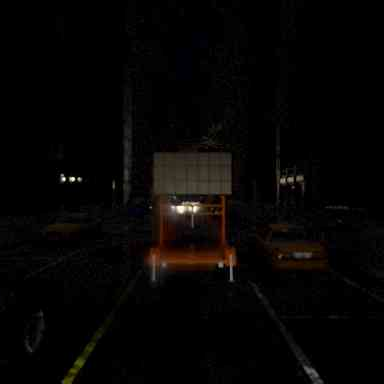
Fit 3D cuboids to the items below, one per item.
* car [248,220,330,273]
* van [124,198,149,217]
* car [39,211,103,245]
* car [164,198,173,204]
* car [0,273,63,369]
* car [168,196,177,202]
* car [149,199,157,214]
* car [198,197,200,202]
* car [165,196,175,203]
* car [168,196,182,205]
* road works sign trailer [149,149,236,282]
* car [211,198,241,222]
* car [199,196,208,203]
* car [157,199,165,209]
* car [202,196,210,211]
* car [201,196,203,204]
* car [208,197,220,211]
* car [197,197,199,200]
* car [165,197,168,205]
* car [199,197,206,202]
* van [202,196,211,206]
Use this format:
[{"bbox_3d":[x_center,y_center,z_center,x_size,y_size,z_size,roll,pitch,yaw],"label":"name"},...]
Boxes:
[{"bbox_3d":[2.883,1.581,10.794,1.752,1.417,4.829,0,0,1],"label":"car"},{"bbox_3d":[-5.616,1.519,33.178,1.690,1.788,3.998,0,0,0],"label":"van"},{"bbox_3d":[-5.643,1.608,16.053,1.752,1.417,4.829,0,0,1],"label":"car"},{"bbox_3d":[-5.550,2.033,78.117,1.752,1.417,4.829,0,0,0],"label":"car"},{"bbox_3d":[-3.095,1.620,3.329,1.895,1.301,4.718,0,0,0],"label":"car"},{"bbox_3d":[-5.525,1.982,95.204,2.192,1.841,5.009,0,-1,0],"label":"car"},{"bbox_3d":[-5.608,1.780,38.815,1.947,1.339,4.313,0,0,0],"label":"car"},{"bbox_3d":[2.975,2.091,78.264,1.802,1.307,4.206,0,-1,0],"label":"car"},{"bbox_3d":[-5.542,1.875,83.926,2.192,1.841,5.009,0,-1,0],"label":"car"},{"bbox_3d":[-2.906,1.873,61.858,2.128,1.511,4.902,0,0,0],"label":"car"},{"bbox_3d":[0.015,0.516,9.914,2.380,3.560,2.880,0,0,0],"label":"road works sign trailer"},{"bbox_3d":[2.901,1.583,27.511,1.967,1.590,4.097,0,0,0],"label":"car"},{"bbox_3d":[2.992,1.929,89.544,2.192,1.841,5.009,0,-1,0],"label":"car"},{"bbox_3d":[-5.592,1.735,50.094,1.967,1.590,4.097,0,0,0],"label":"car"},{"bbox_3d":[2.925,1.569,44.430,2.192,1.841,5.009,0,0,0],"label":"car"},{"bbox_3d":[2.934,1.610,50.068,2.192,1.841,5.009,0,0,0],"label":"car"},{"bbox_3d":[2.909,1.618,33.149,1.967,1.590,4.097,0,0,0],"label":"car"},{"bbox_3d":[2.984,2.126,83.901,1.947,1.339,4.313,0,-1,0],"label":"car"},{"bbox_3d":[-5.583,1.881,55.732,1.887,1.381,4.507,0,0,0],"label":"car"},{"bbox_3d":[3.001,2.212,95.181,1.887,1.381,4.507,0,-1,0],"label":"car"},{"bbox_3d":[2.960,1.761,66.987,1.690,1.788,3.998,0,0,0],"label":"van"}]
